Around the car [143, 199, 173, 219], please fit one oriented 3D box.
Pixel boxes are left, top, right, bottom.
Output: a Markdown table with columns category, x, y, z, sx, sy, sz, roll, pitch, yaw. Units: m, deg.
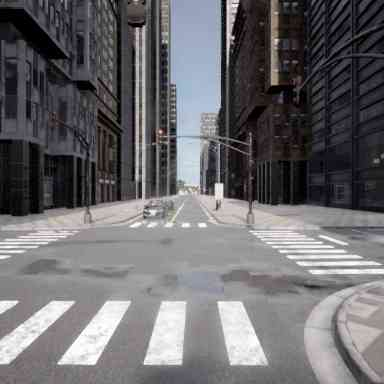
| category | x | y | z | sx | sy | sz | roll | pitch | yaw |
| --- | --- | --- | --- | --- | --- | --- | --- | --- | --- |
| car | -3.161 | 1.500 | 29.481 | 2.128 | 1.511 | 4.902 | 0 | 0 | 0 |
